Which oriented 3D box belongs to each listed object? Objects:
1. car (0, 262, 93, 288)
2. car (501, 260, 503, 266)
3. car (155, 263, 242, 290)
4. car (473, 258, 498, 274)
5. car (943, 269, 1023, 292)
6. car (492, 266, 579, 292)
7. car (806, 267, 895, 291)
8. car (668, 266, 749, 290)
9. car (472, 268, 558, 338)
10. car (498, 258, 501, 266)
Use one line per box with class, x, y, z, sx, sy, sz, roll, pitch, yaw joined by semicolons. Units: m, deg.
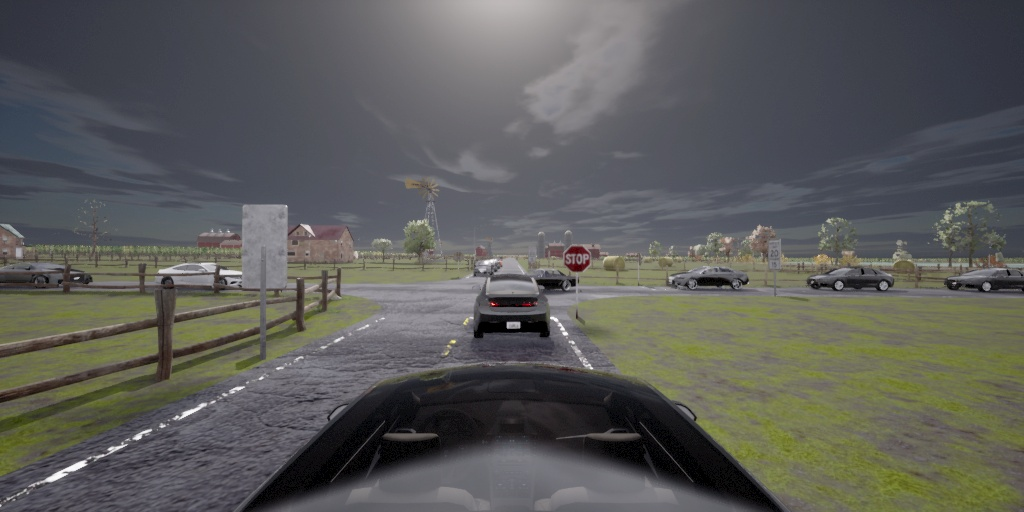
car;-26.362;1.048;20.041;4.181;1.385;1.994;1;-1;-1
car;-2.817;1.240;55.879;2.128;1.511;4.902;0;0;0
car;-17.242;1.103;20.162;4.674;1.442;1.812;1;-1;-1
car;-2.856;1.243;36.891;2.128;1.511;4.902;0;0;0
car;31.704;1.587;23.768;4.892;1.490;1.837;1;-1;-1
car;1.501;1.369;20.250;4.718;1.301;1.895;1;0;-35
car;22.201;1.499;23.648;4.892;1.490;1.837;1;-1;-1
car;12.800;1.397;23.478;4.902;1.511;2.128;1;-1;-2
car;-0.073;1.256;10.204;1.837;1.490;4.892;0;0;-3
car;-2.849;1.241;46.337;2.128;1.511;4.902;0;0;0
